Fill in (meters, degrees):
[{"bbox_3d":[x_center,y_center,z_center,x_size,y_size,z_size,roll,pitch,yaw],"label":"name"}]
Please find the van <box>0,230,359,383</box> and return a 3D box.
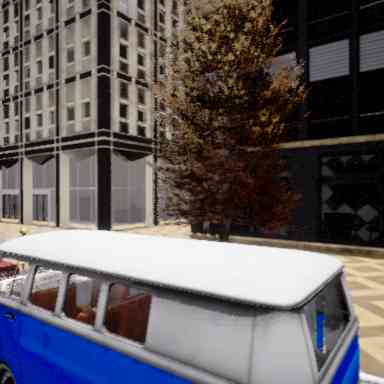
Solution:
[{"bbox_3d":[-0.529,1.351,3.246,3.998,1.788,1.690,0,0,35],"label":"van"}]
